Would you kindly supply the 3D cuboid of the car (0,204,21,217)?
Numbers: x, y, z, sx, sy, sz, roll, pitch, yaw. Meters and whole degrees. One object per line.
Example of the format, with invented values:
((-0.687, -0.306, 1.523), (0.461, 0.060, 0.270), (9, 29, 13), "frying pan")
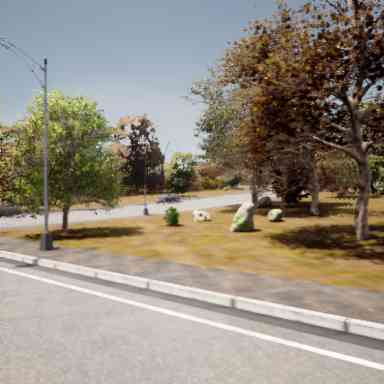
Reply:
((-20.518, 1.953, 33.896), (2.033, 1.411, 5.357), (-1, 0, 39), "car")

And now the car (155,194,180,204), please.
((-4.011, 1.104, 54.430), (2.128, 1.511, 4.902), (-1, 2, 39), "car")
